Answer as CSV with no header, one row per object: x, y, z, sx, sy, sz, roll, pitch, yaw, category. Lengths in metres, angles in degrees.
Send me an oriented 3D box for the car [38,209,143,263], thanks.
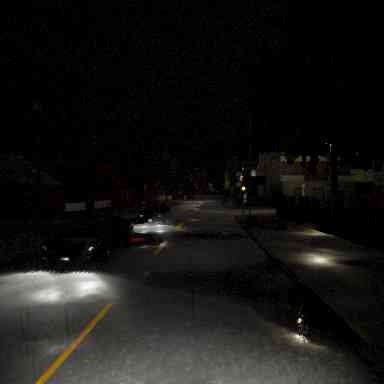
-3.485,1.547,12.240,2.033,1.411,5.357,0,0,3,car

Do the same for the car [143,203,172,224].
-2.677,1.548,25.246,2.033,1.411,5.357,0,0,4,car
